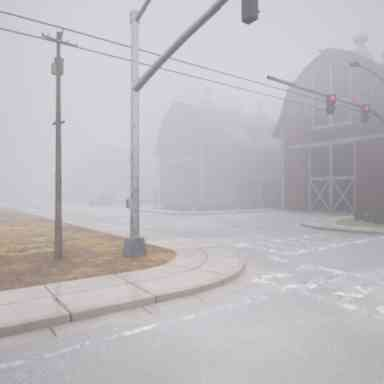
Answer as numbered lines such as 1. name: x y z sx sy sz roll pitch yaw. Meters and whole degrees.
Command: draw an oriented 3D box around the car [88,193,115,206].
1. car: -13.758 1.113 50.644 3.866 1.878 1.905 -2 5 11
